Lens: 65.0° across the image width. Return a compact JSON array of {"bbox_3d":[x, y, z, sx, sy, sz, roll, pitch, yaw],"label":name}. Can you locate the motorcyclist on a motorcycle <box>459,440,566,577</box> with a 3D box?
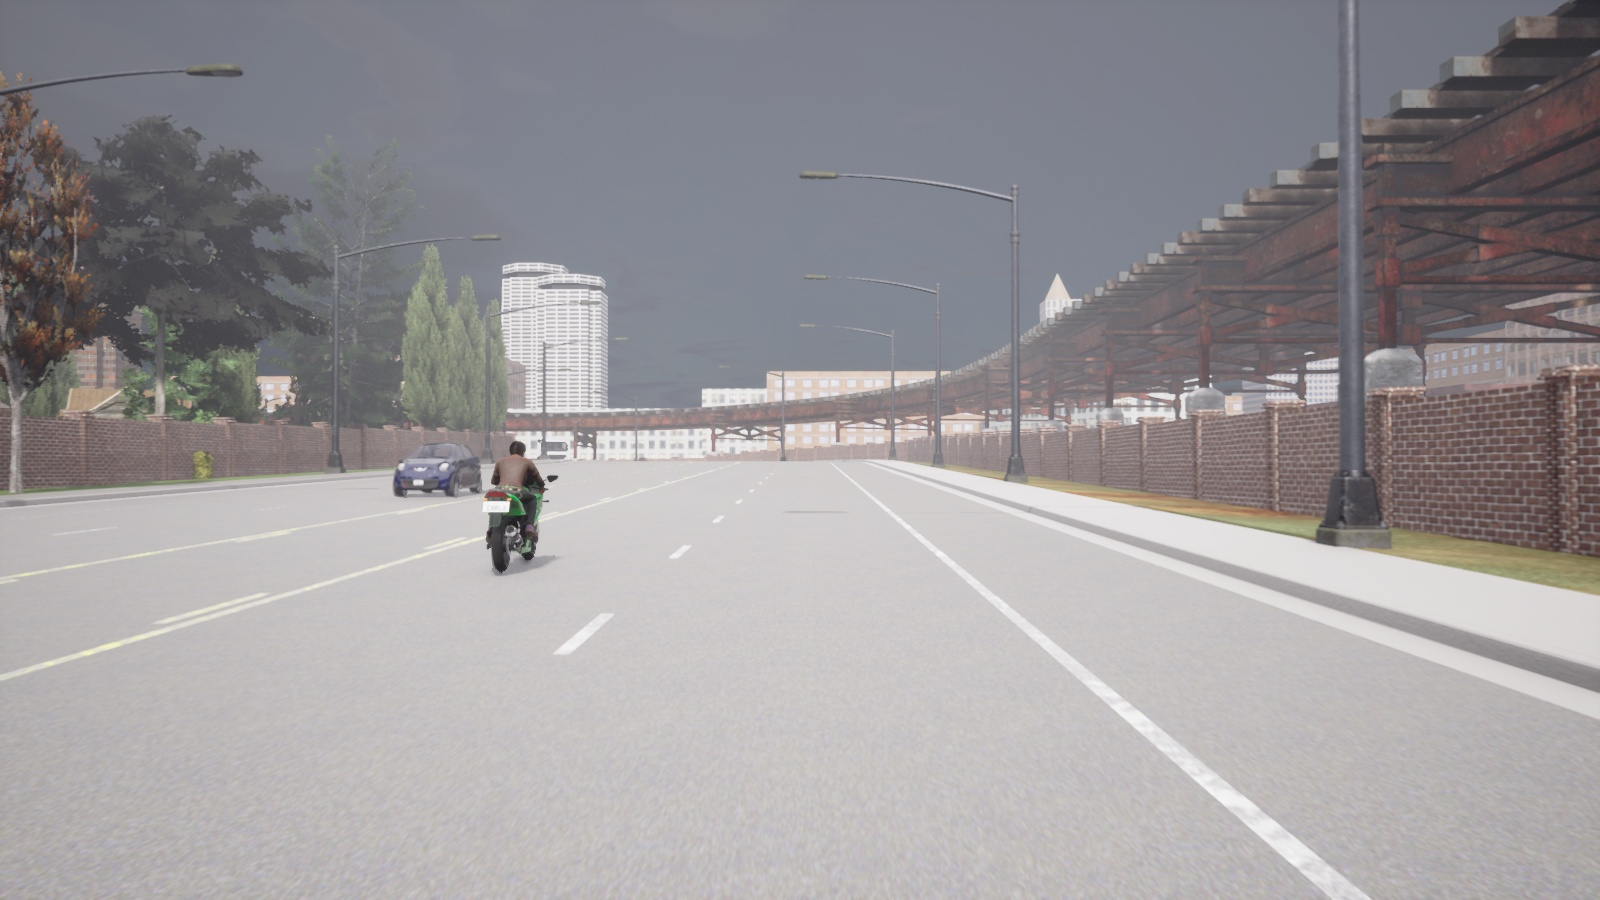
[{"bbox_3d":[-3.396,0.645,15.014,0.797,1.523,2.044,0,0,0],"label":"motorcyclist on a motorcycle"}]

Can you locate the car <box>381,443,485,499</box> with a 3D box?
[{"bbox_3d":[-10.276,0.560,35.427,1.845,1.501,3.633,0,0,0],"label":"car"}]
